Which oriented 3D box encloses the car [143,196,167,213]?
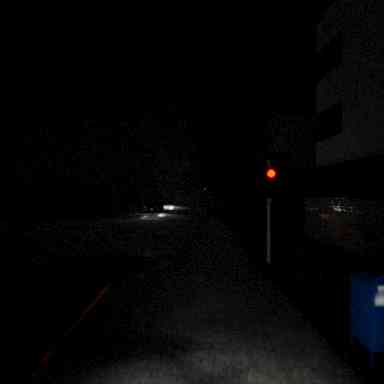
[{"bbox_3d":[-4.112,1.498,36.250,1.837,1.490,4.892,0,0,0],"label":"car"}]

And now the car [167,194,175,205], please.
[{"bbox_3d":[-4.050,1.483,58.080,2.128,1.511,4.902,0,0,0],"label":"car"}]
